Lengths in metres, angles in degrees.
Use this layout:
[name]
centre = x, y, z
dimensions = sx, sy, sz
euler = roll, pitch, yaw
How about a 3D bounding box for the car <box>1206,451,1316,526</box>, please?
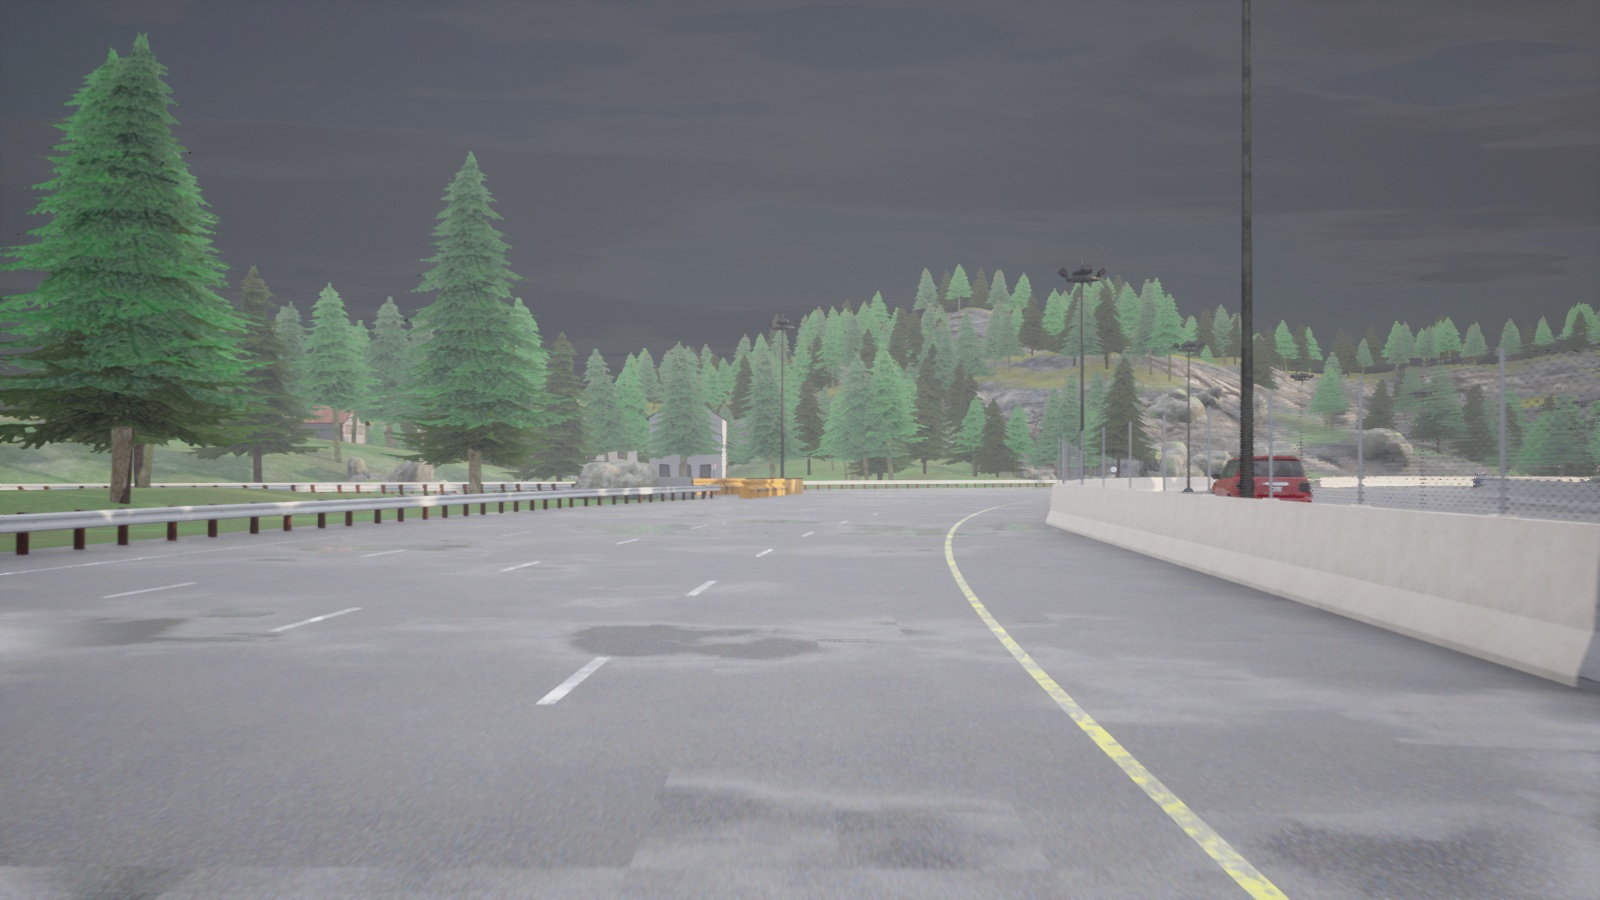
[car]
centre = 13.592, 1.106, 37.406
dimensions = 2.150, 2.045, 5.566
euler = -1, -1, 10
